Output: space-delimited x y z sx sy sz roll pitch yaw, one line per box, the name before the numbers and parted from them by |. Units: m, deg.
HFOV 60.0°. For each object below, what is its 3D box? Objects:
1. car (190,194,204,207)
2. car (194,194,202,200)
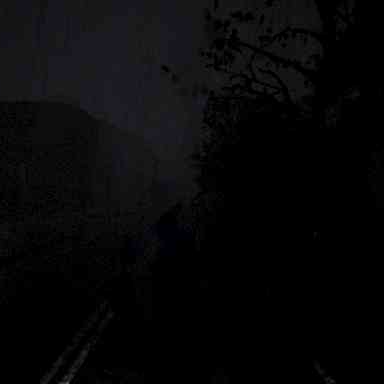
car | 0.723 1.346 46.643 1.994 1.385 4.181 0 0 1
car | 1.535 1.099 79.238 1.895 1.301 4.718 0 1 1
